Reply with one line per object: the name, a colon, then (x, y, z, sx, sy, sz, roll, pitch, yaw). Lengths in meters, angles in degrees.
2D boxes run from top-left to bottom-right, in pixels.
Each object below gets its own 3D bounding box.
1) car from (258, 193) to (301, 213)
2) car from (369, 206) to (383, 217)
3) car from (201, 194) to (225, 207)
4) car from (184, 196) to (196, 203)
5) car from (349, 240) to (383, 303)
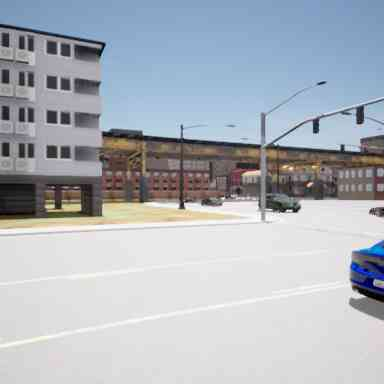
car: (9.673, 1.209, 37.286, 2.150, 2.045, 5.566, 0, 1, -26)
car: (17.936, 1.540, 28.351, 2.033, 1.411, 5.357, 0, 0, -22)
car: (3.002, 1.521, 51.326, 1.812, 1.442, 4.674, 0, 0, -24)
car: (-0.331, 1.542, 67.691, 2.033, 1.411, 5.357, 0, 0, 8)
car: (5.578, 1.476, 6.923, 5.008, 1.535, 1.882, 0, 0, -25)
